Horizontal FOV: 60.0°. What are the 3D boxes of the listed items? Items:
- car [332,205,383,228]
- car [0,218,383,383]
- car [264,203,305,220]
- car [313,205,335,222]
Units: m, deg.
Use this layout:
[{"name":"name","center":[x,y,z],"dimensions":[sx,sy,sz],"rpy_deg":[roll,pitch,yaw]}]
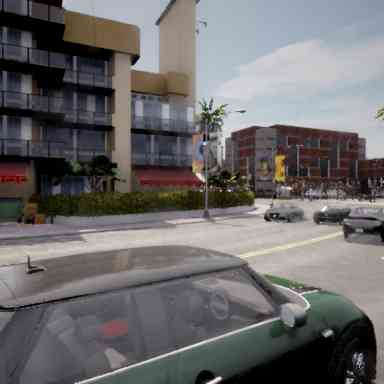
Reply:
[{"name":"car","center":[9.026,1.486,16.580],"dimensions":[2.128,1.511,4.902],"rpy_deg":[0,0,41]},{"name":"car","center":[-0.083,1.349,3.329],"dimensions":[4.553,1.767,2.097],"rpy_deg":[0,0,-37]},{"name":"car","center":[7.136,1.550,25.543],"dimensions":[1.994,1.385,4.181],"rpy_deg":[0,0,37]},{"name":"car","center":[10.206,1.590,23.780],"dimensions":[1.895,1.301,4.718],"rpy_deg":[0,0,37]}]
